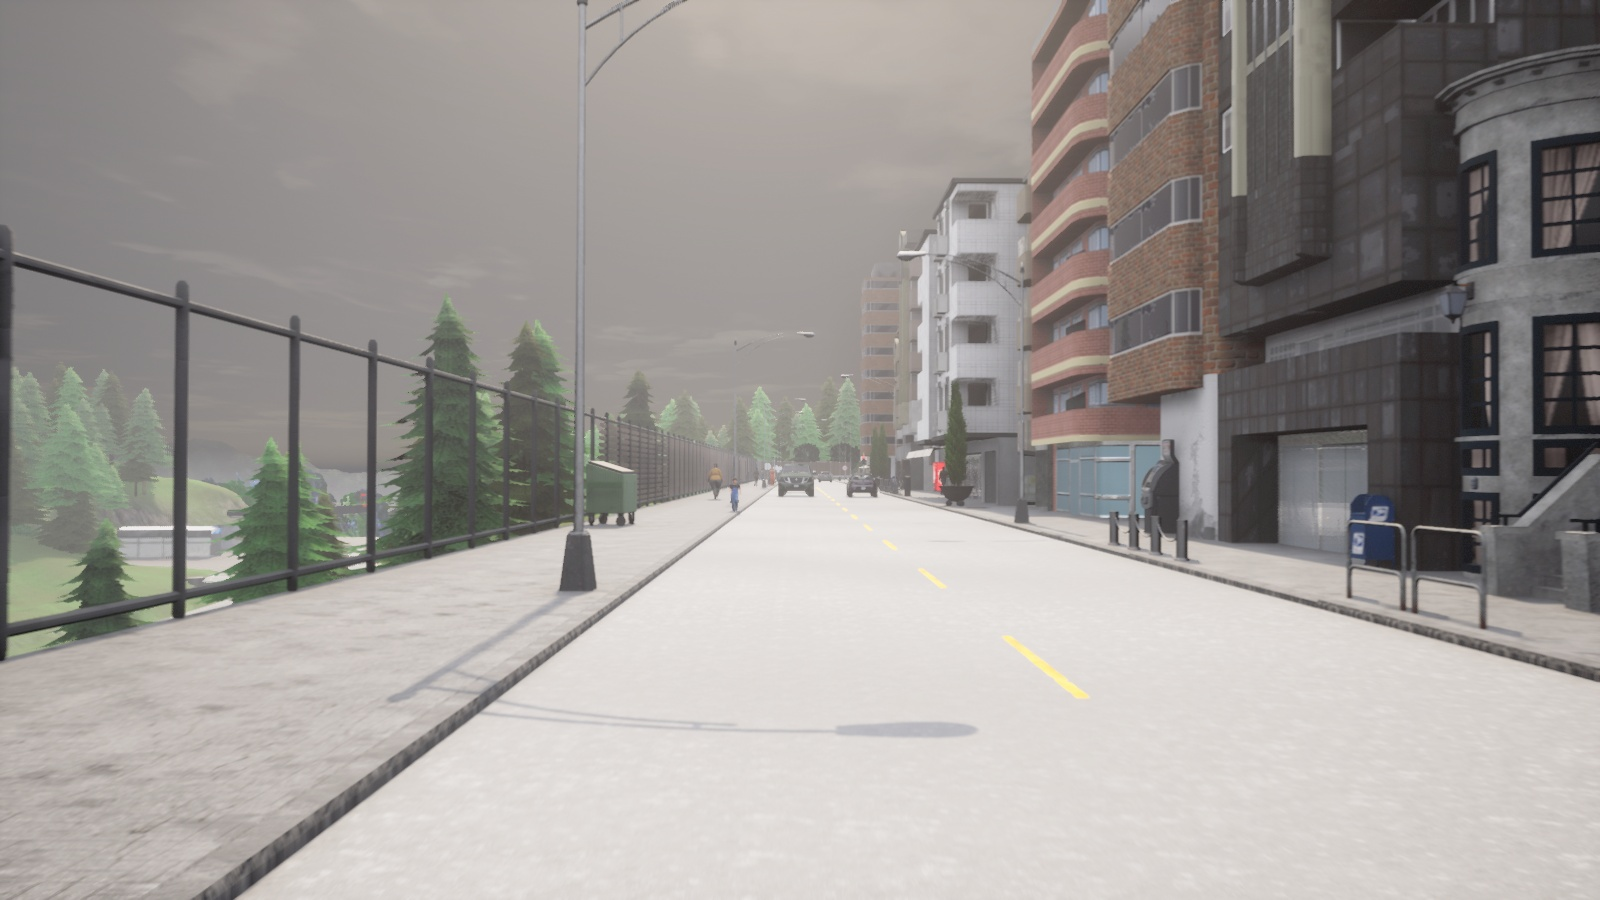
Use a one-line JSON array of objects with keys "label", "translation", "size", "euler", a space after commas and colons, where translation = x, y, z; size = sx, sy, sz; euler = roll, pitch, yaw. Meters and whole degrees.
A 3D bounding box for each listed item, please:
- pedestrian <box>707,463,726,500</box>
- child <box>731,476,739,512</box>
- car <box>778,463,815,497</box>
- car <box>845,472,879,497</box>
[{"label": "pedestrian", "translation": [-4.219, 1.605, 63.531], "size": [0.874, 1.855, 0.900], "euler": [0, -1, 0]}, {"label": "child", "translation": [-2.306, 1.563, 44.724], "size": [0.270, 1.263, 0.437], "euler": [0, -1, 0]}, {"label": "car", "translation": [-0.218, 1.826, 77.149], "size": [2.150, 2.045, 5.566], "euler": [0, -1, 0]}, {"label": "car", "translation": [3.782, 2.105, 77.166], "size": [1.816, 1.474, 4.193], "euler": [0, -1, 0]}]
